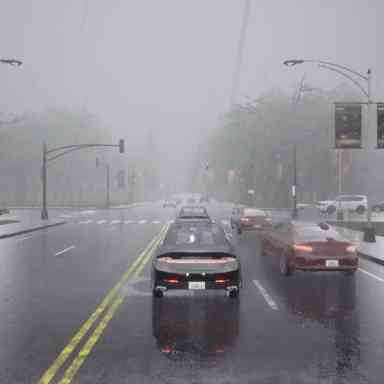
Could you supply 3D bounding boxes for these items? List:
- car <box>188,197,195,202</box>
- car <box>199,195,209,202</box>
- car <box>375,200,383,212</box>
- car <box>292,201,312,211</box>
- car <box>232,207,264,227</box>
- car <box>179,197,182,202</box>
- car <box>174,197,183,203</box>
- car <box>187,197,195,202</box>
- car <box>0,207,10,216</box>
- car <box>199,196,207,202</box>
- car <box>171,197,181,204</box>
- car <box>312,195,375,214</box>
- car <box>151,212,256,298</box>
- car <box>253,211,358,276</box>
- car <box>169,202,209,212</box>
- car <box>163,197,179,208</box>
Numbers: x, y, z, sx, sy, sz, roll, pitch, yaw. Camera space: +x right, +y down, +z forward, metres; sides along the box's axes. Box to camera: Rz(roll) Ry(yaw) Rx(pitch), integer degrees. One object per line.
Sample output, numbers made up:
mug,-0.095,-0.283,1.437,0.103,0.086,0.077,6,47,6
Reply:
car,-0.189,1.965,92.995,1.994,1.385,4.181,0,-1,0
car,3.084,1.642,82.614,2.150,2.045,5.566,0,-1,0
car,23.915,1.695,40.919,5.008,1.535,1.882,0,0,0
car,14.784,1.772,40.829,4.718,1.301,1.895,0,0,0
car,3.322,1.555,19.027,1.812,1.442,4.674,0,0,1
car,-3.440,1.705,61.403,2.128,1.511,4.902,0,0,0
car,-3.418,1.945,83.041,2.033,1.411,5.357,0,-1,0
car,-0.166,1.893,82.541,1.882,1.535,5.008,0,-1,0
car,-19.815,1.551,30.550,5.357,1.411,2.033,0,0,-1
car,3.061,1.952,93.002,2.033,1.411,5.357,0,-1,0
car,-3.395,1.850,71.314,1.994,1.385,4.181,0,-1,0
car,17.031,1.399,37.607,5.566,2.045,2.150,0,0,-1
car,0.083,1.496,8.498,2.128,1.511,4.902,0,0,0
car,3.326,1.533,10.219,1.812,1.442,4.674,0,0,0
car,0.065,1.517,17.906,2.128,1.511,4.902,0,0,0
car,-3.448,1.760,52.051,1.895,1.301,4.718,0,0,0
